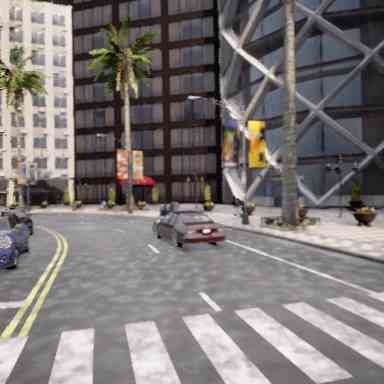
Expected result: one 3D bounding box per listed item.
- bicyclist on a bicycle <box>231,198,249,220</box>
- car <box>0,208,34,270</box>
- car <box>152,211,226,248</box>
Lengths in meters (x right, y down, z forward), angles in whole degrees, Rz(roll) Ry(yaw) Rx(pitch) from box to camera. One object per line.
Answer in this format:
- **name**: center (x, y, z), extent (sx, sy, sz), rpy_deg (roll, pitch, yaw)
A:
- **bicyclist on a bicycle**: center (3.578, 1.243, 24.609), extent (1.656, 1.620, 0.582), rpy_deg (-1, 0, -29)
- **car**: center (-6.806, 1.495, 11.146), extent (2.097, 1.767, 4.553), rpy_deg (-1, 0, -20)
- **car**: center (-0.340, 1.563, 15.093), extent (2.033, 1.411, 5.357), rpy_deg (-1, 0, -21)
